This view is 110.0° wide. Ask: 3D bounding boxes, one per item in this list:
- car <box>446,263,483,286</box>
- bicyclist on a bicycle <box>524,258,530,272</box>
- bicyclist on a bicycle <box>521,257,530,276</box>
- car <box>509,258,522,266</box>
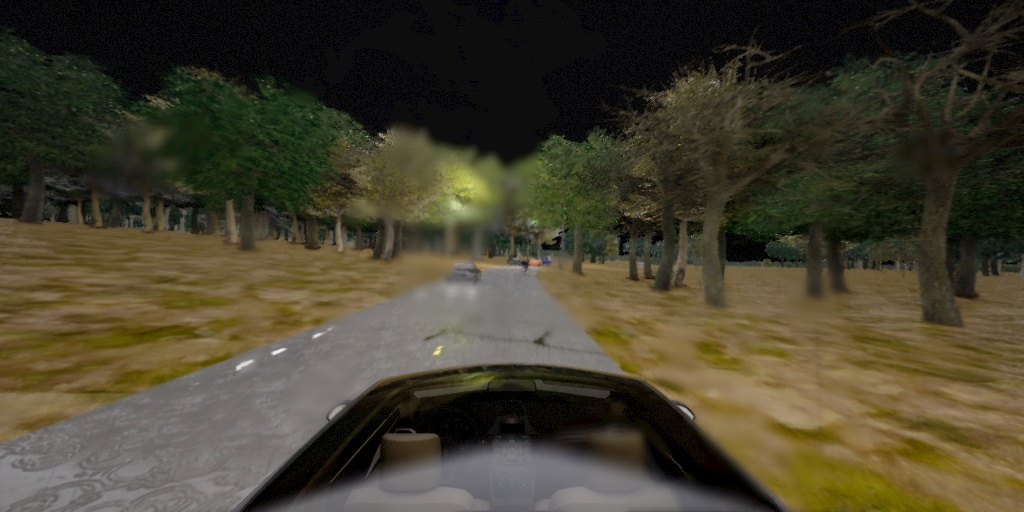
[{"bbox_3d":[-2.994,1.130,23.347,1.994,1.385,4.181,2,0,1],"label":"car"},{"bbox_3d":[1.848,1.082,43.408,0.582,1.620,1.656,2,0,5],"label":"bicyclist on a bicycle"},{"bbox_3d":[1.201,1.012,34.812,0.659,1.776,1.843,-1,-1,3],"label":"bicyclist on a bicycle"},{"bbox_3d":[0.791,1.116,65.113,1.994,1.385,4.181,2,0,10],"label":"car"}]
